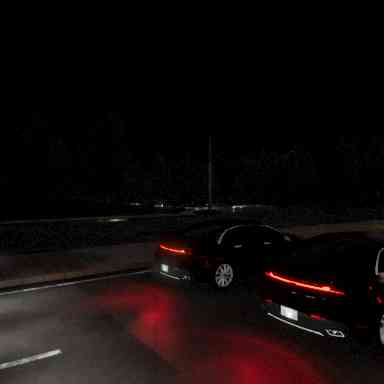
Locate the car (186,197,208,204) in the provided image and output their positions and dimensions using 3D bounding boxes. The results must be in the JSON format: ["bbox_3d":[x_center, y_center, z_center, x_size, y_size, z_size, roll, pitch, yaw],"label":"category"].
[{"bbox_3d":[0.923,1.601,63.083,1.895,1.301,4.718,0,0,-35],"label":"car"}]

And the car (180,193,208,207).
[{"bbox_3d":[-0.090,1.221,52.259,2.150,2.045,5.566,0,0,-36],"label":"car"}]

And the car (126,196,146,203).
[{"bbox_3d":[-11.752,1.540,69.077,2.033,1.411,5.357,0,0,-35],"label":"car"}]

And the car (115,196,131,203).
[{"bbox_3d":[-14.119,1.491,66.326,2.128,1.511,4.902,0,0,-35],"label":"car"}]

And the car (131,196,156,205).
[{"bbox_3d":[-8.346,1.601,57.983,1.895,1.301,4.718,0,0,-35],"label":"car"}]

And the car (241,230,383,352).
[{"bbox_3d":[3.390,1.505,6.217,4.892,1.490,1.837,0,0,-35],"label":"car"}]

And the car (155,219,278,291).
[{"bbox_3d":[1.358,1.505,9.066,4.892,1.490,1.837,0,0,-35],"label":"car"}]

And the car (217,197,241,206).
[{"bbox_3d":[6.138,1.526,55.621,1.812,1.442,4.674,0,0,-35],"label":"car"}]

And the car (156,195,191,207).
[{"bbox_3d":[-2.854,1.547,50.121,2.033,1.411,5.357,0,0,-35],"label":"car"}]
